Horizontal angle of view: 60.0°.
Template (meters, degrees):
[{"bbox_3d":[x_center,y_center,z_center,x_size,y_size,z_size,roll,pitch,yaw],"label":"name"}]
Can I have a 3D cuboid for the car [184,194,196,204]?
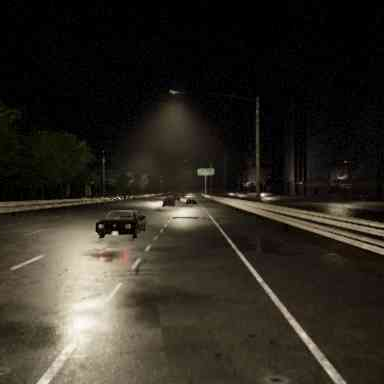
[{"bbox_3d":[-0.132,1.657,65.373,1.895,1.301,4.718,0,0,0],"label":"car"}]

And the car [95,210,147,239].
[{"bbox_3d":[-3.521,1.606,17.421,1.895,1.301,4.718,0,0,0],"label":"car"}]

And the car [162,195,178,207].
[{"bbox_3d":[-3.664,1.569,53.405,1.812,1.442,4.674,0,0,0],"label":"car"}]

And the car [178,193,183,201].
[{"bbox_3d":[-3.885,1.550,83.831,1.882,1.535,5.008,0,0,-1],"label":"car"}]
